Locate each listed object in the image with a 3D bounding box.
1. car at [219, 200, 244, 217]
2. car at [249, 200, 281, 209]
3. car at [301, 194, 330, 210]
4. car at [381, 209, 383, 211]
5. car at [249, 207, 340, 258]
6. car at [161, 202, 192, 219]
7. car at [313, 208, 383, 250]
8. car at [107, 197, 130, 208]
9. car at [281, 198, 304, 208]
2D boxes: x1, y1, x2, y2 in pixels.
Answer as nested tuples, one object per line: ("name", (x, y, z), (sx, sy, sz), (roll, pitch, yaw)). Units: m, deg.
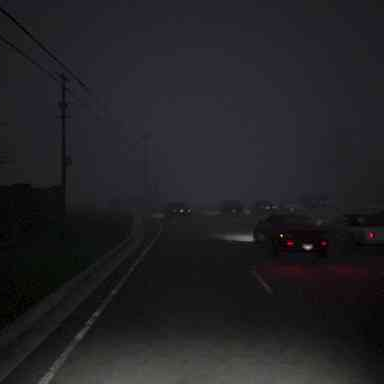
("car", (3.612, 1.453, 31.175), (1.882, 1.535, 5.008), (0, 0, 0))
("car", (7.114, 1.522, 33.789), (2.033, 1.411, 5.357), (0, 0, 0))
("car", (14.116, 1.195, 38.799), (2.150, 2.045, 5.566), (0, 0, 0))
("car", (10.606, 1.494, 16.858), (1.837, 1.490, 4.892), (0, 0, 0))
("car", (3.606, 1.516, 12.647), (1.812, 1.442, 4.674), (0, 0, 0))
("car", (-1.397, 1.524, 28.509), (2.033, 1.411, 5.357), (0, 0, -14))
("car", (7.105, 1.591, 14.260), (1.895, 1.301, 4.718), (0, 0, 0))
("car", (-10.353, 1.491, 46.808), (1.812, 1.442, 4.674), (0, 0, -38))
("car", (10.616, 1.573, 37.585), (1.895, 1.301, 4.718), (0, 0, 0))
